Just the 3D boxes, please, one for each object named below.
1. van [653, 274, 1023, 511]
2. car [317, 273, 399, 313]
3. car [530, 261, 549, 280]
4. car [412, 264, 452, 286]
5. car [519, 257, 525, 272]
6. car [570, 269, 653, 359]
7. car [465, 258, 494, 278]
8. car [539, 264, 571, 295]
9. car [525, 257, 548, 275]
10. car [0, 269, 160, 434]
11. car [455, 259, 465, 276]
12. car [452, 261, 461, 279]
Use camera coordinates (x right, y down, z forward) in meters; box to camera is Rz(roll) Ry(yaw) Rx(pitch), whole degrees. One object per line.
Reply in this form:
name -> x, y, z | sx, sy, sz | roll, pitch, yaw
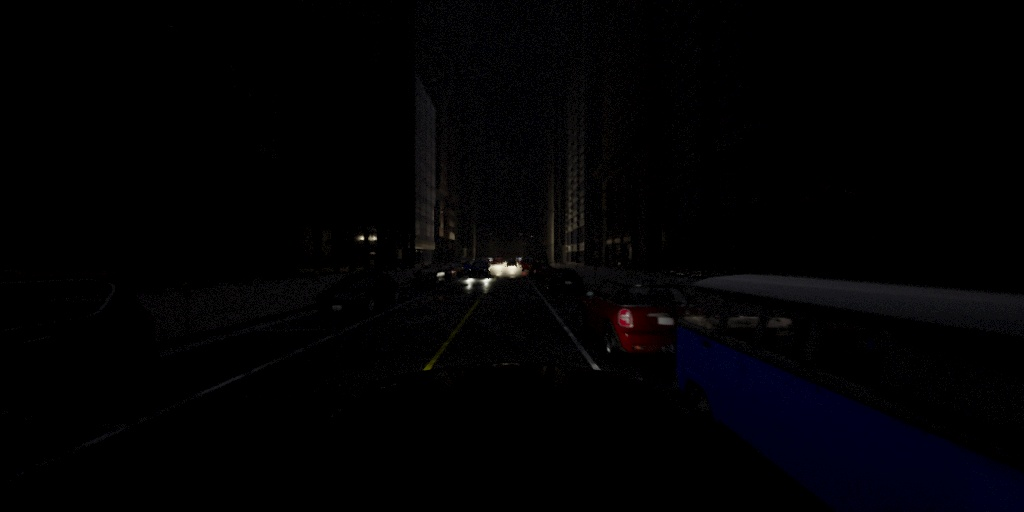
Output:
van -> 2.762, 1.092, 2.786 | 1.690, 1.789, 3.998 | 0, 0, 0
car -> -5.767, 1.327, 13.987 | 1.948, 1.339, 4.313 | 0, 0, 0
car -> 2.752, 1.364, 30.831 | 1.802, 1.307, 4.207 | 0, 0, 0
car -> -5.771, 1.325, 25.205 | 2.007, 1.370, 4.403 | 0, 0, 0
car -> 2.370, 1.160, 48.190 | 2.097, 1.767, 4.553 | 0, 0, 0
car -> 2.760, 1.196, 8.395 | 1.967, 1.591, 4.097 | 0, 0, 0
car -> -3.104, 1.265, 34.785 | 1.882, 1.535, 5.008 | 0, 0, 0
car -> 2.756, 1.333, 19.612 | 1.948, 1.339, 4.313 | 0, 0, 0
car -> 2.749, 1.105, 36.439 | 2.192, 1.841, 5.009 | 0, 0, 0
car -> -5.763, 1.065, 2.768 | 2.192, 1.841, 5.009 | 0, 0, 0
car -> -5.776, 1.315, 36.254 | 1.751, 1.417, 4.829 | 0, 0, 0
car -> -5.774, 1.364, 30.815 | 1.802, 1.307, 4.207 | 0, 0, 0
